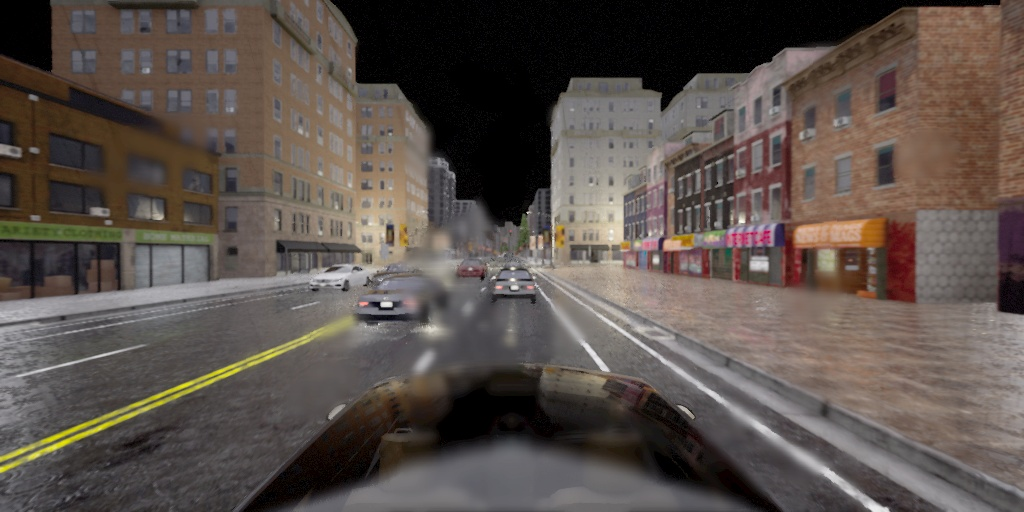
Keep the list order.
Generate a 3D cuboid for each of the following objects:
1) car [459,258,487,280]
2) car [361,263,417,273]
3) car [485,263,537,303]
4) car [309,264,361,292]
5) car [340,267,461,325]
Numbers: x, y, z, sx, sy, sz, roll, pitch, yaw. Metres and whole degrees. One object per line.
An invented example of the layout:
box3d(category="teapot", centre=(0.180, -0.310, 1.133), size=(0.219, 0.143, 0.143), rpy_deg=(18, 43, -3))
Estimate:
box3d(category="car", centre=(-3.144, 0.994, 29.266), size=(2.097, 1.767, 4.553), rpy_deg=(0, 0, 0))
box3d(category="car", centre=(-6.499, 1.170, 20.697), size=(2.128, 1.511, 4.902), rpy_deg=(0, 0, 0))
box3d(category="car", centre=(0.102, 1.239, 16.117), size=(2.033, 1.411, 5.357), rpy_deg=(0, 0, 0))
box3d(category="car", centre=(-9.747, 1.207, 20.800), size=(1.812, 1.442, 4.674), rpy_deg=(0, 0, 0))
box3d(category="car", centre=(-3.151, 1.256, 11.519), size=(2.033, 1.411, 5.357), rpy_deg=(0, 0, 0))
